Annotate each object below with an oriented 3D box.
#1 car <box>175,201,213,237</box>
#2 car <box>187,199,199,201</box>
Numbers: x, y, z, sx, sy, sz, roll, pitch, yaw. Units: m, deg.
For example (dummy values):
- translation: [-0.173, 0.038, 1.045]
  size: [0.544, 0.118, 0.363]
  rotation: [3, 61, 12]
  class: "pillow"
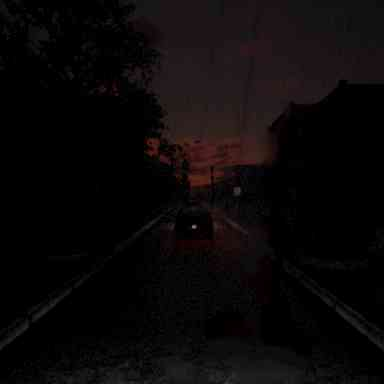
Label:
- translation: [0.098, 1.475, 18.198]
  size: [1.882, 1.535, 5.008]
  rotation: [0, 0, 0]
  class: "car"
- translation: [0.098, 1.500, 36.303]
  size: [1.837, 1.490, 4.892]
  rotation: [0, 0, 0]
  class: "car"
